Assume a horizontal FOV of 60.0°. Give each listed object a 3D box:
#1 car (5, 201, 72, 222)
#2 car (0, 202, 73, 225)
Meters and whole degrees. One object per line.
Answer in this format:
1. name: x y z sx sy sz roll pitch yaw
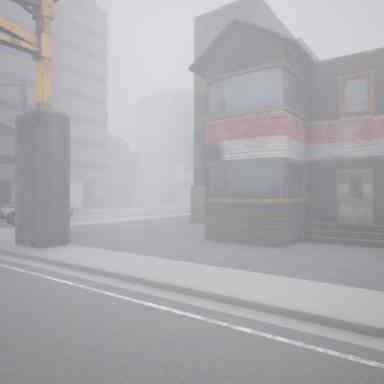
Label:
1. car: -10.679 1.295 23.547 1.853 1.218 4.536 0 0 15
2. car: -10.693 1.453 23.497 2.038 1.542 4.974 0 0 15
